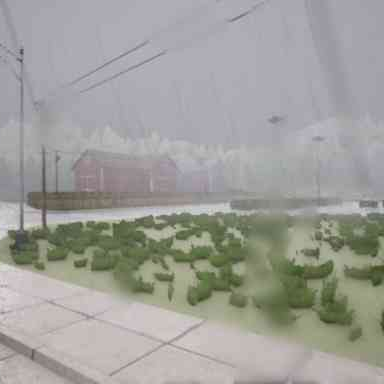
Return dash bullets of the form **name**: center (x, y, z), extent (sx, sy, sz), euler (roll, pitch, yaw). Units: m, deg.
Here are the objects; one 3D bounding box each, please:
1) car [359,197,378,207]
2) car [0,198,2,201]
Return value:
- **car**: center (24.384, 1.484, 45.947), extent (1.882, 1.535, 5.008), euler (0, 0, 35)
- **car**: center (-43.194, 1.428, 71.405), extent (2.128, 1.511, 4.902), euler (0, 0, 19)
